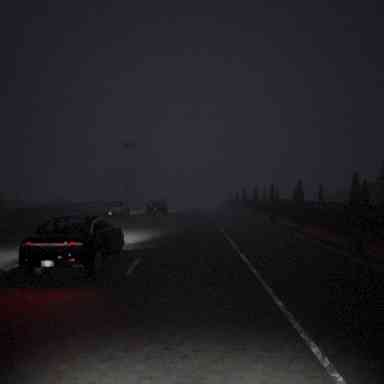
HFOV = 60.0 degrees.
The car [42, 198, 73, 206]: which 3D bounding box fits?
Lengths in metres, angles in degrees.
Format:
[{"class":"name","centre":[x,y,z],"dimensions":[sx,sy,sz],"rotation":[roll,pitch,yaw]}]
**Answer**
[{"class":"car","centre":[-14.105,1.388,35.022],"dimensions":[2.128,1.511,4.902],"rotation":[0,0,0]}]

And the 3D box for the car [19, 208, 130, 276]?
[{"class":"car","centre":[-3.403,1.459,10.253],"dimensions":[2.128,1.511,4.902],"rotation":[0,0,0]}]

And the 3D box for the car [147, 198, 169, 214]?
[{"class":"car","centre":[-3.409,1.387,33.594],"dimensions":[2.128,1.511,4.902],"rotation":[0,0,0]}]

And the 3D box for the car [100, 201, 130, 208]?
[{"class":"car","centre":[-6.909,1.503,30.305],"dimensions":[1.895,1.301,4.718],"rotation":[0,0,0]}]

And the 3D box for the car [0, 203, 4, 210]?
[{"class":"car","centre":[-21.105,1.441,33.459],"dimensions":[2.033,1.411,5.357],"rotation":[0,0,0]}]

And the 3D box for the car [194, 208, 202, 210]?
[{"class":"car","centre":[1.206,4.041,69.909],"dimensions":[1.812,1.442,4.674],"rotation":[0,-7,0]}]
